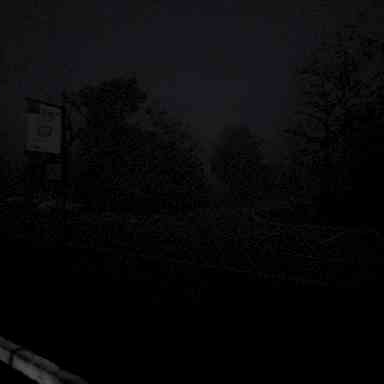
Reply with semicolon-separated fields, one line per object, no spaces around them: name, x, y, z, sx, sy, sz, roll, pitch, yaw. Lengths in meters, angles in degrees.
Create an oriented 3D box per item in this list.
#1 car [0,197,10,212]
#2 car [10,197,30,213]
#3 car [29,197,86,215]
car;-17.521;1.300;35.039;2.231;1.521;4.892;0;0;36
car;-14.851;1.314;33.146;2.097;1.535;5.008;0;0;36
car;-12.294;1.369;31.309;2.002;1.452;4.674;0;0;36
